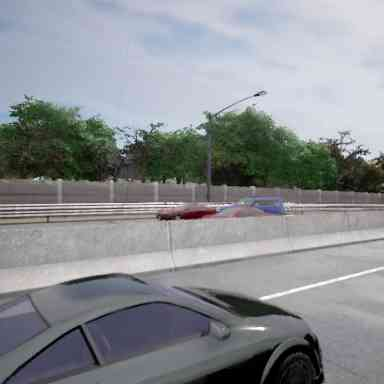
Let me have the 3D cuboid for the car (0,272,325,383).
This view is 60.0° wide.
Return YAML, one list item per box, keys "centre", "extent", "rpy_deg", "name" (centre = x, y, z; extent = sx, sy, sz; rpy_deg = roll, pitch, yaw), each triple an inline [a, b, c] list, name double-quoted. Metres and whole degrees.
- centre: [-0.586, 1.569, 3.331]
  extent: [4.181, 1.385, 1.994]
  rpy_deg: [0, 0, -35]
  name: "car"

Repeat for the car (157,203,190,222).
- centre: [-0.301, 1.598, 25.233]
  extent: [5.008, 1.535, 1.882]
  rpy_deg: [1, -1, -35]
  name: "car"

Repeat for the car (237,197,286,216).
- centre: [4.482, 1.392, 24.336]
  extent: [5.566, 2.045, 2.150]
  rpy_deg: [1, -1, -35]
  name: "car"

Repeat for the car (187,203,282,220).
- centre: [2.481, 1.577, 18.623]
  extent: [5.008, 1.535, 1.882]
  rpy_deg: [1, 0, -35]
  name: "car"
